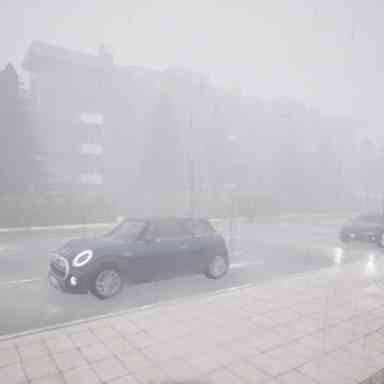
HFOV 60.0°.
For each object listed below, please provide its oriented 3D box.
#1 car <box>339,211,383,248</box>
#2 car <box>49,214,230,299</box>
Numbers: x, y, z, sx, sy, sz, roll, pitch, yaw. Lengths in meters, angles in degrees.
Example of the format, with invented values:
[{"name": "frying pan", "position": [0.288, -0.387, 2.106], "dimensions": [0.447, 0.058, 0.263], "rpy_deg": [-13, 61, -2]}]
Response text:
[{"name": "car", "position": [9.033, 1.723, 16.062], "dimensions": [4.892, 1.490, 1.837], "rpy_deg": [1, -1, -36]}, {"name": "car", "position": [-1.217, 1.405, 8.679], "dimensions": [4.553, 1.767, 2.097], "rpy_deg": [1, -1, -36]}]
